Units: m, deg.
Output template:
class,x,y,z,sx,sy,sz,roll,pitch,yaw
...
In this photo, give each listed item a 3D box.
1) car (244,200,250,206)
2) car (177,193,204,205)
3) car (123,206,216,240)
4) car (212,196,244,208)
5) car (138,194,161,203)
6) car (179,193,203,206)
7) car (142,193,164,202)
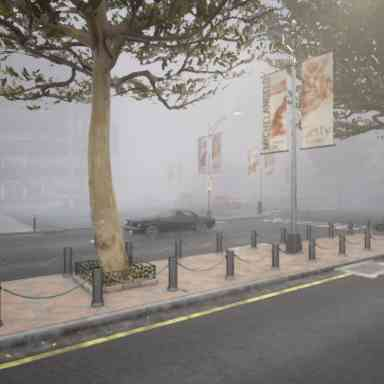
class,x,y,z,sx,sy,sz,roll,pitch,yaw
car,6.978,1.514,52.034,1.812,1.442,4.674,0,0,-36
car,-0.274,1.211,62.089,2.150,2.045,5.566,0,0,-37
car,-1.123,1.598,17.274,4.718,1.301,1.895,0,0,-35
car,4.915,1.342,48.890,2.097,1.767,4.553,0,0,-35
car,-8.929,1.554,66.549,4.181,1.385,1.994,0,0,42
car,-0.181,1.342,55.969,2.097,1.767,4.553,0,0,-36
car,-8.620,1.214,70.991,5.566,2.045,2.150,0,0,37
